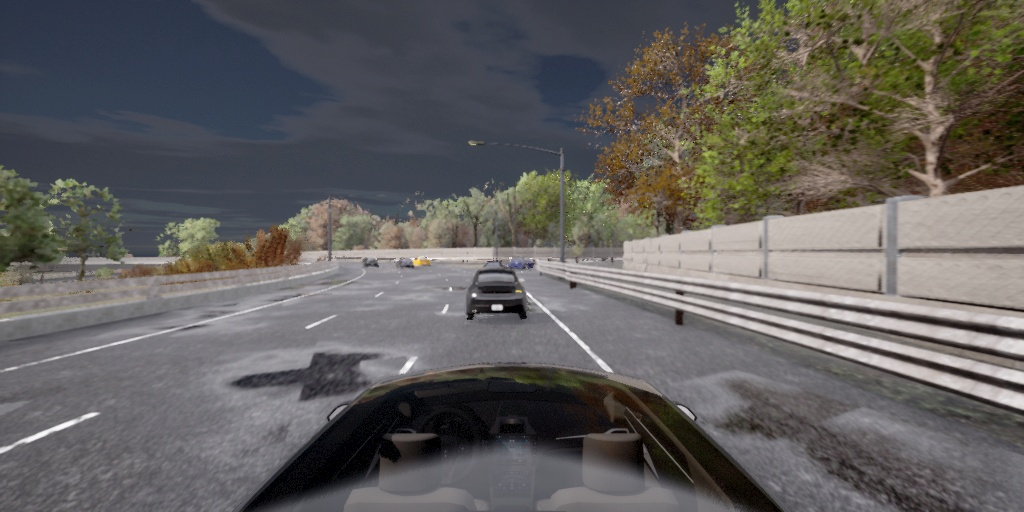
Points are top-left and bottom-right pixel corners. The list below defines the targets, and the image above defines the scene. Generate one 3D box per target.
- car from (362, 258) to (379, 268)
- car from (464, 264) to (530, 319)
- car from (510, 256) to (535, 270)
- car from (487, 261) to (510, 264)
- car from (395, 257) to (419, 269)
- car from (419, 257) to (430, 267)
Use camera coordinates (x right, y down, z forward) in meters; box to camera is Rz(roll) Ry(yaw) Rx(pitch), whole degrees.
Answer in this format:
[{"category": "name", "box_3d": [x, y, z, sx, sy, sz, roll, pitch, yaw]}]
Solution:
[{"category": "car", "box_3d": [-21.637, 1.007, 54.655, 1.812, 1.442, 4.674, 0, 0, -30]}, {"category": "car", "box_3d": [-0.578, 1.185, 12.497, 1.837, 1.490, 4.892, 0, 0, -4]}, {"category": "car", "box_3d": [1.307, 0.817, 43.872, 2.097, 1.767, 4.553, 0, 0, 21]}, {"category": "car", "box_3d": [-1.491, 1.124, 31.085, 1.994, 1.385, 4.181, 0, 0, 2]}, {"category": "car", "box_3d": [-14.617, 1.040, 48.857, 2.033, 1.411, 5.357, 0, 0, -26]}, {"category": "car", "box_3d": [-14.028, 0.925, 55.323, 1.882, 1.535, 5.008, 0, 0, -28]}]
